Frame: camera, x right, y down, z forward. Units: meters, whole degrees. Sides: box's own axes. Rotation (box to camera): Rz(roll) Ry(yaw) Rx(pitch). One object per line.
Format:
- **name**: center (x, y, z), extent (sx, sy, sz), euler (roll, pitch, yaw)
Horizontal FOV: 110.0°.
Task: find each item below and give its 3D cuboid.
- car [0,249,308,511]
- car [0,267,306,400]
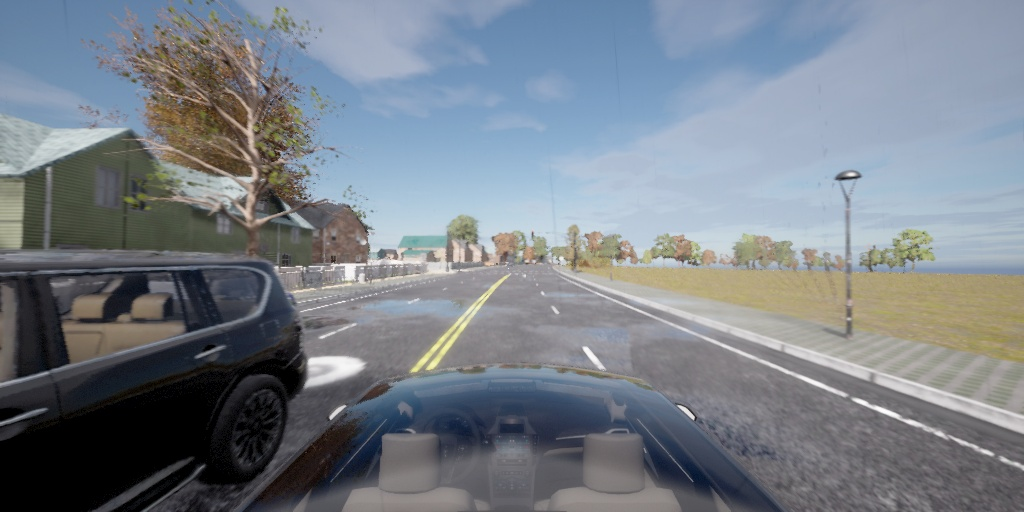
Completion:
- **car**: center (-3.356, 0.968, 1.748), extent (2.150, 2.045, 5.566), euler (0, -1, 0)
- **car**: center (-6.572, 1.159, 7.321), extent (2.097, 1.767, 4.553), euler (0, -1, 0)
